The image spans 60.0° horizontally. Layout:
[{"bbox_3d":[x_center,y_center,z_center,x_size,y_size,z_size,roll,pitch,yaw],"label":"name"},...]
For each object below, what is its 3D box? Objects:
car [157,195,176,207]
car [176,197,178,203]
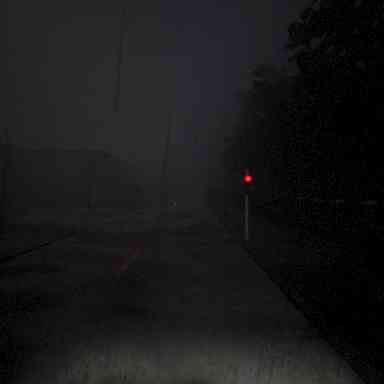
[{"bbox_3d":[-4.001,1.243,50.483,2.097,1.767,4.553,0,0,0],"label":"car"},{"bbox_3d":[-3.913,1.417,66.402,1.994,1.385,4.181,0,0,1],"label":"car"}]
